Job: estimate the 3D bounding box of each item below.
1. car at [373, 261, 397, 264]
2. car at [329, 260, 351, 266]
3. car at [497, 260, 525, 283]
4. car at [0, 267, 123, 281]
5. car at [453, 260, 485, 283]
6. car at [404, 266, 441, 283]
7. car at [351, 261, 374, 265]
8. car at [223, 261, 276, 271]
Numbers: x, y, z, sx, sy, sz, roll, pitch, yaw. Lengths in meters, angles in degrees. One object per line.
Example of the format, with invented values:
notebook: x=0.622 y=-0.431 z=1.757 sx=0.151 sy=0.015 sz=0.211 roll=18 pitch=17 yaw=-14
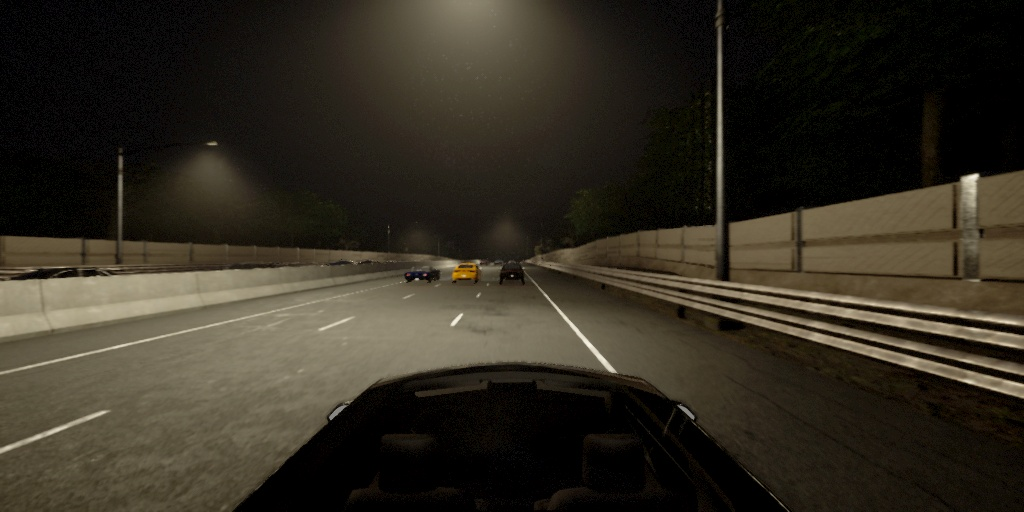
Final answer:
car: x=-17.525 y=1.481 z=51.474 sx=2.033 sy=1.411 sz=5.357 roll=0 pitch=0 yaw=1
car: x=-24.525 y=1.410 z=51.900 sx=1.882 sy=1.535 sz=5.008 roll=0 pitch=0 yaw=1
car: x=0.003 y=1.309 z=28.595 sx=1.882 sy=1.535 sz=5.008 roll=0 pitch=0 yaw=0
car: x=-21.064 y=1.299 z=16.686 sx=1.837 sy=1.490 sz=4.892 roll=0 pitch=-1 yaw=0
car: x=-3.498 y=1.309 z=28.595 sx=1.882 sy=1.535 sz=5.008 roll=0 pitch=0 yaw=0
car: x=-6.995 y=1.431 z=28.598 sx=1.895 sy=1.301 sz=4.718 roll=0 pitch=0 yaw=0
car: x=-21.027 y=1.435 z=52.021 sx=1.837 sy=1.490 sz=4.892 roll=0 pitch=0 yaw=1
car: x=-17.499 y=1.163 z=23.650 sx=2.097 sy=1.767 sz=4.553 roll=0 pitch=0 yaw=0
